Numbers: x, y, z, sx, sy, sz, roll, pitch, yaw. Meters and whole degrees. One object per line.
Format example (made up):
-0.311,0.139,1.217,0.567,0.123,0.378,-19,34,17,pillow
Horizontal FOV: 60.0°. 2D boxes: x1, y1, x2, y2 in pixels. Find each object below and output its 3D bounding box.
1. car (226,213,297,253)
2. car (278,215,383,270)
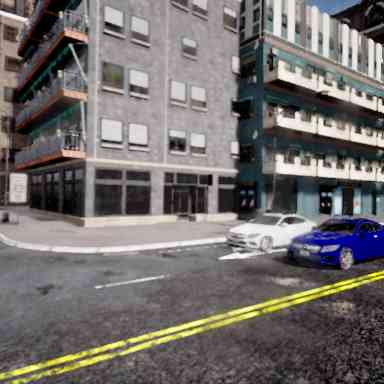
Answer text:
3.597,1.630,14.253,4.674,1.442,1.812,1,0,-36,car
5.325,1.628,11.494,4.674,1.442,1.812,1,0,-36,car
